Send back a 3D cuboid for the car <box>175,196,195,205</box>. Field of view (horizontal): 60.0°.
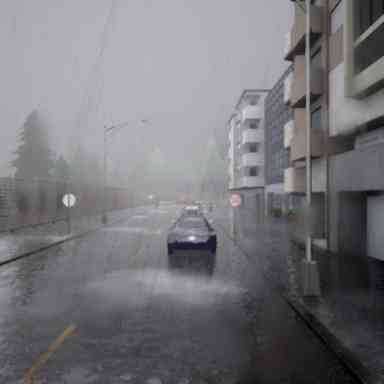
[{"bbox_3d":[-1.549,1.932,75.949,2.150,2.045,5.566,0,-1,38],"label":"car"}]

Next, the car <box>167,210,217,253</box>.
[{"bbox_3d":[0.002,1.698,14.302,1.994,1.385,4.181,0,-1,0],"label":"car"}]

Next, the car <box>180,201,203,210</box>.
[{"bbox_3d":[0.004,1.800,29.379,1.812,1.442,4.674,0,0,0],"label":"car"}]
